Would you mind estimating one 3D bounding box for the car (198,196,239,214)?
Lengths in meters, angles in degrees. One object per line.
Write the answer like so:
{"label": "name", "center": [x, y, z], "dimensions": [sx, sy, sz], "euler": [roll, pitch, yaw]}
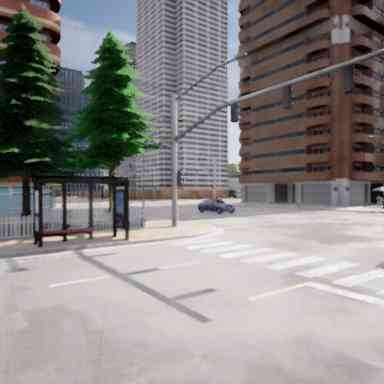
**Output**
{"label": "car", "center": [2.430, 1.450, 34.121], "dimensions": [1.812, 1.442, 4.674], "euler": [0, 0, -35]}
